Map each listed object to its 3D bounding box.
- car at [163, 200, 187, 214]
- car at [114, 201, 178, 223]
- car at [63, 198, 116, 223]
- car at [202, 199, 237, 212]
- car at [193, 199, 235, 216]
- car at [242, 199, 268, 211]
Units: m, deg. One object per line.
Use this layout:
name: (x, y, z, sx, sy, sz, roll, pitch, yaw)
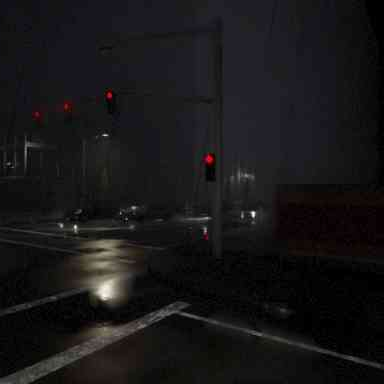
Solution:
car: (-2.426, 1.559, 33.458, 1.837, 1.490, 4.892, 0, 0, 36)
car: (-3.479, 1.655, 25.975, 1.895, 1.301, 4.718, 0, 0, 36)
car: (-7.744, 1.406, 26.025, 2.097, 1.767, 4.553, 0, 0, 36)
car: (3.529, 1.602, 41.776, 2.033, 1.411, 5.357, 0, 0, 35)
car: (2.037, 1.532, 33.678, 1.882, 1.535, 5.008, 0, 0, 35)
car: (8.008, 1.580, 41.997, 1.812, 1.442, 4.674, 0, 0, 36)
